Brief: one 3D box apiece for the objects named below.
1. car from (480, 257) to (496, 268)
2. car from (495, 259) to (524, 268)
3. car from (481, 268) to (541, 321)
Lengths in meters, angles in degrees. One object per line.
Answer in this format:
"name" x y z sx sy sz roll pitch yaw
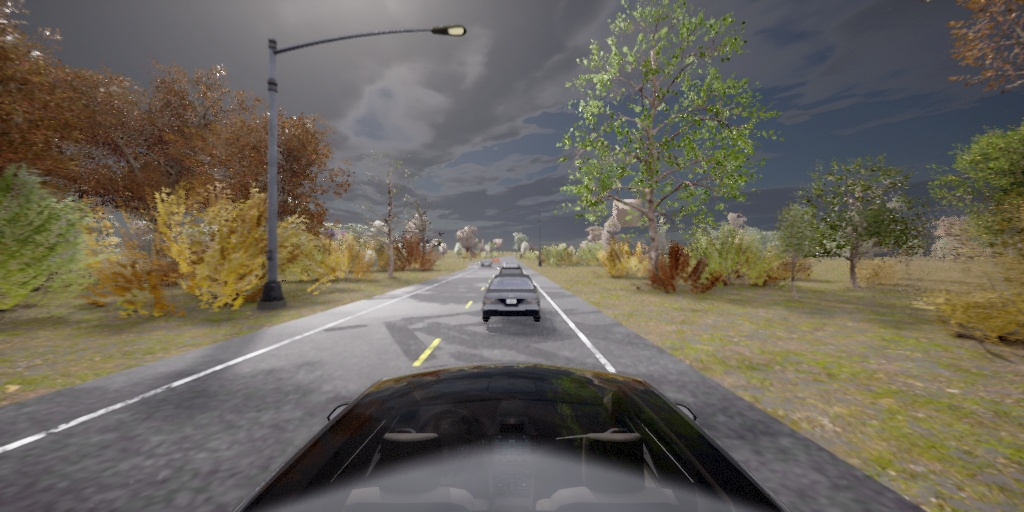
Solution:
"car" -4.301 1.254 60.325 2.128 1.511 4.902 0 0 -4
"car" -0.049 1.260 29.591 2.128 1.511 4.902 0 0 0
"car" 0.006 1.305 12.450 2.033 1.411 5.357 0 0 1
